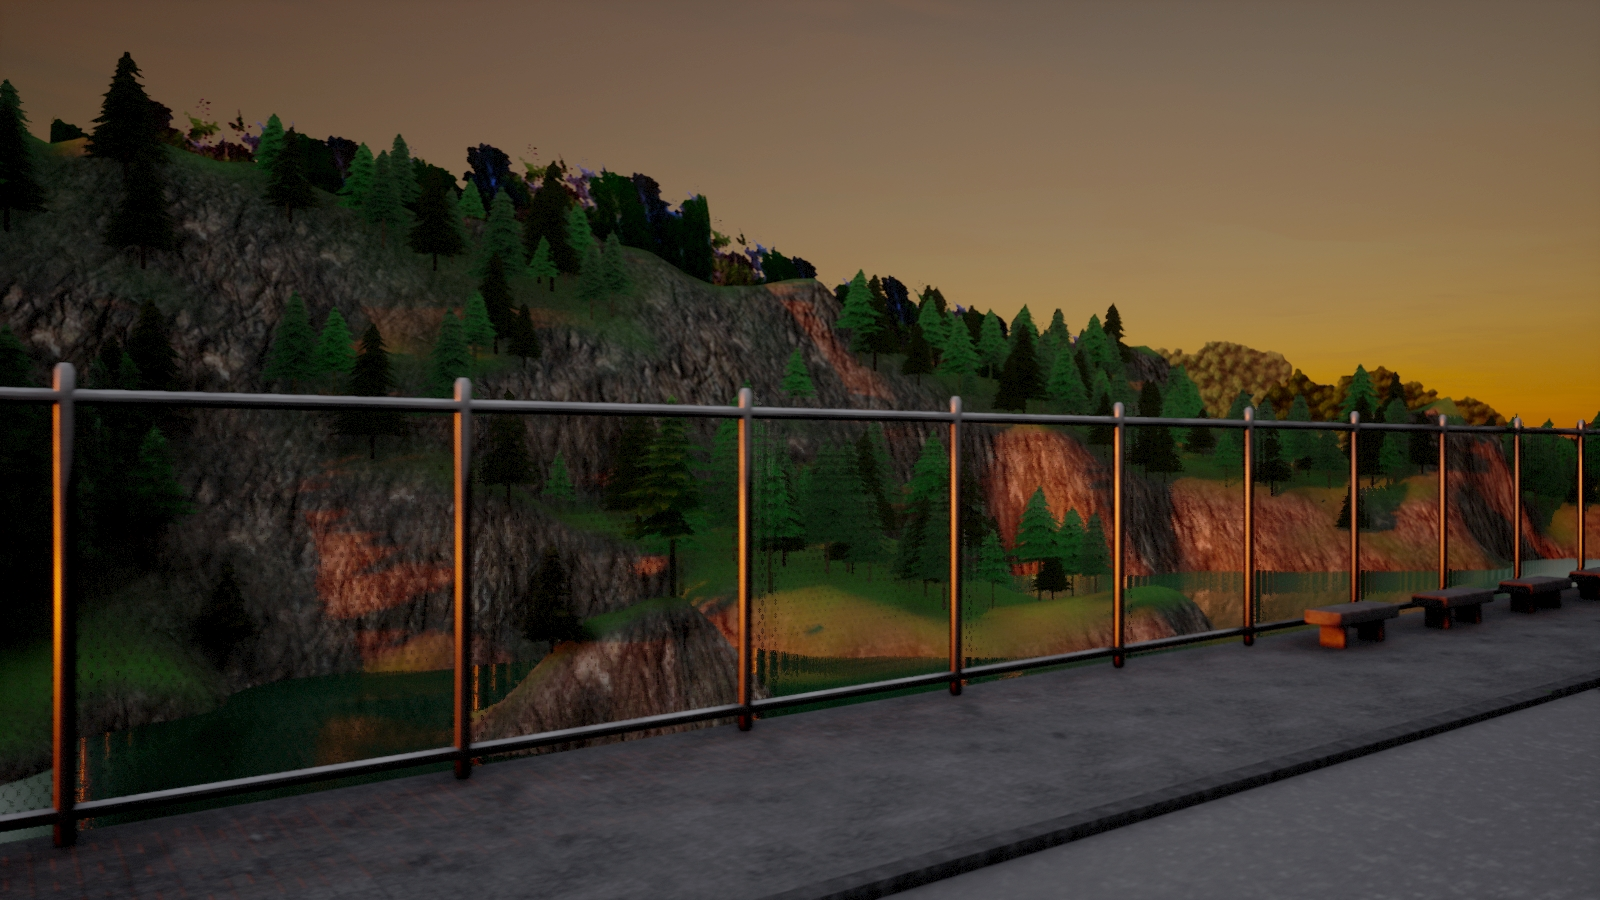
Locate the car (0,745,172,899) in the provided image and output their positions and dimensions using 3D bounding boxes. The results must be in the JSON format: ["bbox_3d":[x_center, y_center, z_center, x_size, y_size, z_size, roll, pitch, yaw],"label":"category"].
[{"bbox_3d":[-3.640,1.905,1.777,4.553,1.767,2.097,0,0,-36],"label":"car"}]
